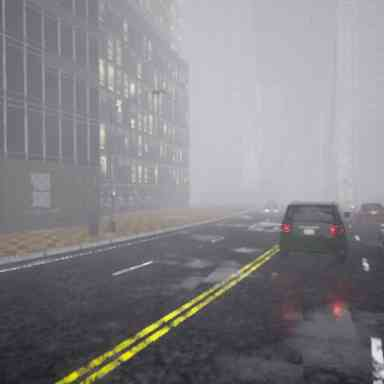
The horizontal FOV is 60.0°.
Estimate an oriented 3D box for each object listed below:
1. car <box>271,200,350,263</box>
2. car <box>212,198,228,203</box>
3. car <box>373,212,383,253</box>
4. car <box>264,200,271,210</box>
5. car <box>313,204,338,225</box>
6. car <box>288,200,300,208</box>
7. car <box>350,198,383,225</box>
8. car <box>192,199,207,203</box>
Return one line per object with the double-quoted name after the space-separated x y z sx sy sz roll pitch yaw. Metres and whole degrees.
4.819 1.355 12.917 2.150 2.045 5.566 0 0 25 "car"
7.396 2.370 89.374 4.313 1.339 1.947 0 0 19 "car"
8.119 1.679 12.305 1.994 1.385 4.181 0 -1 25 "car"
12.857 2.064 53.563 1.812 1.442 4.674 0 -1 18 "car"
11.233 1.795 28.051 1.812 1.442 4.674 0 0 21 "car"
18.992 2.156 61.853 1.994 1.385 4.181 0 -1 18 "car"
14.072 1.592 26.393 2.097 1.767 4.553 0 -1 21 "car"
2.024 2.380 91.238 4.206 1.307 1.802 0 0 19 "car"
